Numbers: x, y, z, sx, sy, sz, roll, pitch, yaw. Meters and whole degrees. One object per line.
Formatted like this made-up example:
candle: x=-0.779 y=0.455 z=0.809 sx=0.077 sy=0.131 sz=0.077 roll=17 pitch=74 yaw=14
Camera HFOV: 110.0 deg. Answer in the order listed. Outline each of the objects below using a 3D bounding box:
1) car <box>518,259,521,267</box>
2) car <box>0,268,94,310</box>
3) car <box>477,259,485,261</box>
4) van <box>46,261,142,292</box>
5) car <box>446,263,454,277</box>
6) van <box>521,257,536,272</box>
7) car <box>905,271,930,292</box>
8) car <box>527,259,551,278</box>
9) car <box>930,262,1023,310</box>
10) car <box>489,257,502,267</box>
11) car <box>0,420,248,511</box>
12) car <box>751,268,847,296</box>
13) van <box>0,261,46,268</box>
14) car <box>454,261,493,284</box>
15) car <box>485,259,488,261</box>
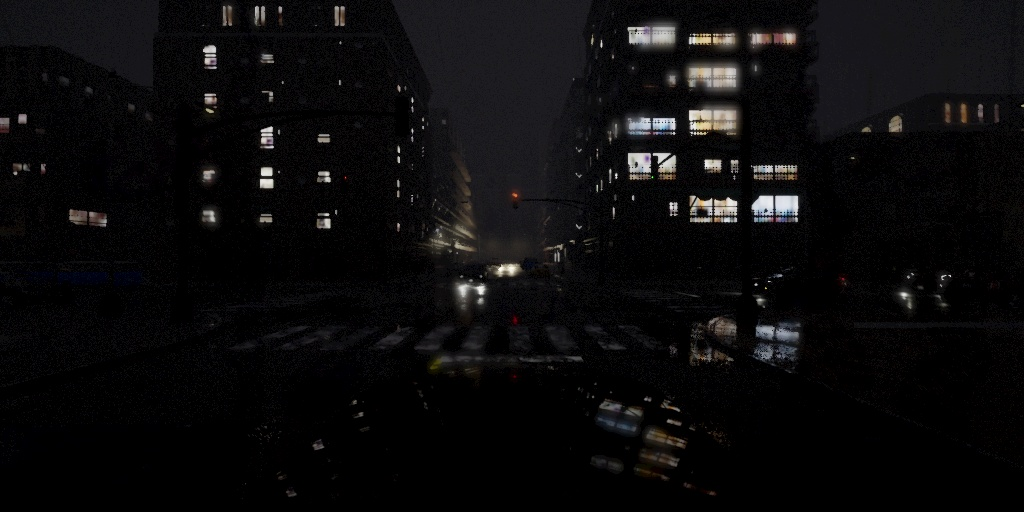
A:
car: x=2.450 y=1.100 z=53.071 sx=2.192 sy=1.841 sz=5.009 roll=0 pitch=0 yaw=0
car: x=-19.364 y=1.290 z=13.663 sx=4.403 sy=1.370 sz=2.007 roll=0 pitch=0 yaw=1
car: x=-5.431 y=1.367 z=52.995 sx=1.802 sy=1.307 sz=4.207 roll=0 pitch=0 yaw=0
van: x=-24.853 y=1.191 z=21.617 sx=3.998 sy=1.789 sz=1.690 roll=0 pitch=0 yaw=1
car: x=-5.522 y=1.317 z=36.022 sx=2.007 sy=1.370 sz=4.403 roll=0 pitch=0 yaw=0
van: x=2.495 y=1.119 z=47.418 sx=1.690 sy=1.789 sz=3.998 roll=0 pitch=0 yaw=0
car: x=23.387 y=1.074 z=18.520 sx=4.553 sy=1.767 sz=2.097 roll=0 pitch=-1 yaw=1
car: x=2.623 y=1.290 z=33.585 sx=1.751 sy=1.417 sz=4.829 roll=0 pitch=0 yaw=0
car: x=18.663 y=1.103 z=13.157 sx=4.097 sy=1.591 sz=1.967 roll=0 pitch=0 yaw=1
car: x=-2.887 y=0.981 z=62.210 sx=2.097 sy=1.767 sz=4.553 roll=0 pitch=0 yaw=0
car: x=-2.747 y=1.350 z=0.210 sx=1.895 sy=1.301 sz=4.718 roll=0 pitch=0 yaw=0
car: x=14.688 y=1.304 z=18.634 sx=4.181 sy=1.385 sz=1.994 roll=0 pitch=-1 yaw=1
van: x=-30.447 y=1.201 z=21.691 sx=3.998 sy=1.789 sz=1.690 roll=0 pitch=0 yaw=1
car: x=-2.809 y=1.309 z=27.330 sx=2.033 sy=1.411 sz=5.357 roll=0 pitch=0 yaw=0
car: x=-5.444 y=1.318 z=58.483 sx=1.751 sy=1.417 sz=4.829 roll=0 pitch=0 yaw=0
